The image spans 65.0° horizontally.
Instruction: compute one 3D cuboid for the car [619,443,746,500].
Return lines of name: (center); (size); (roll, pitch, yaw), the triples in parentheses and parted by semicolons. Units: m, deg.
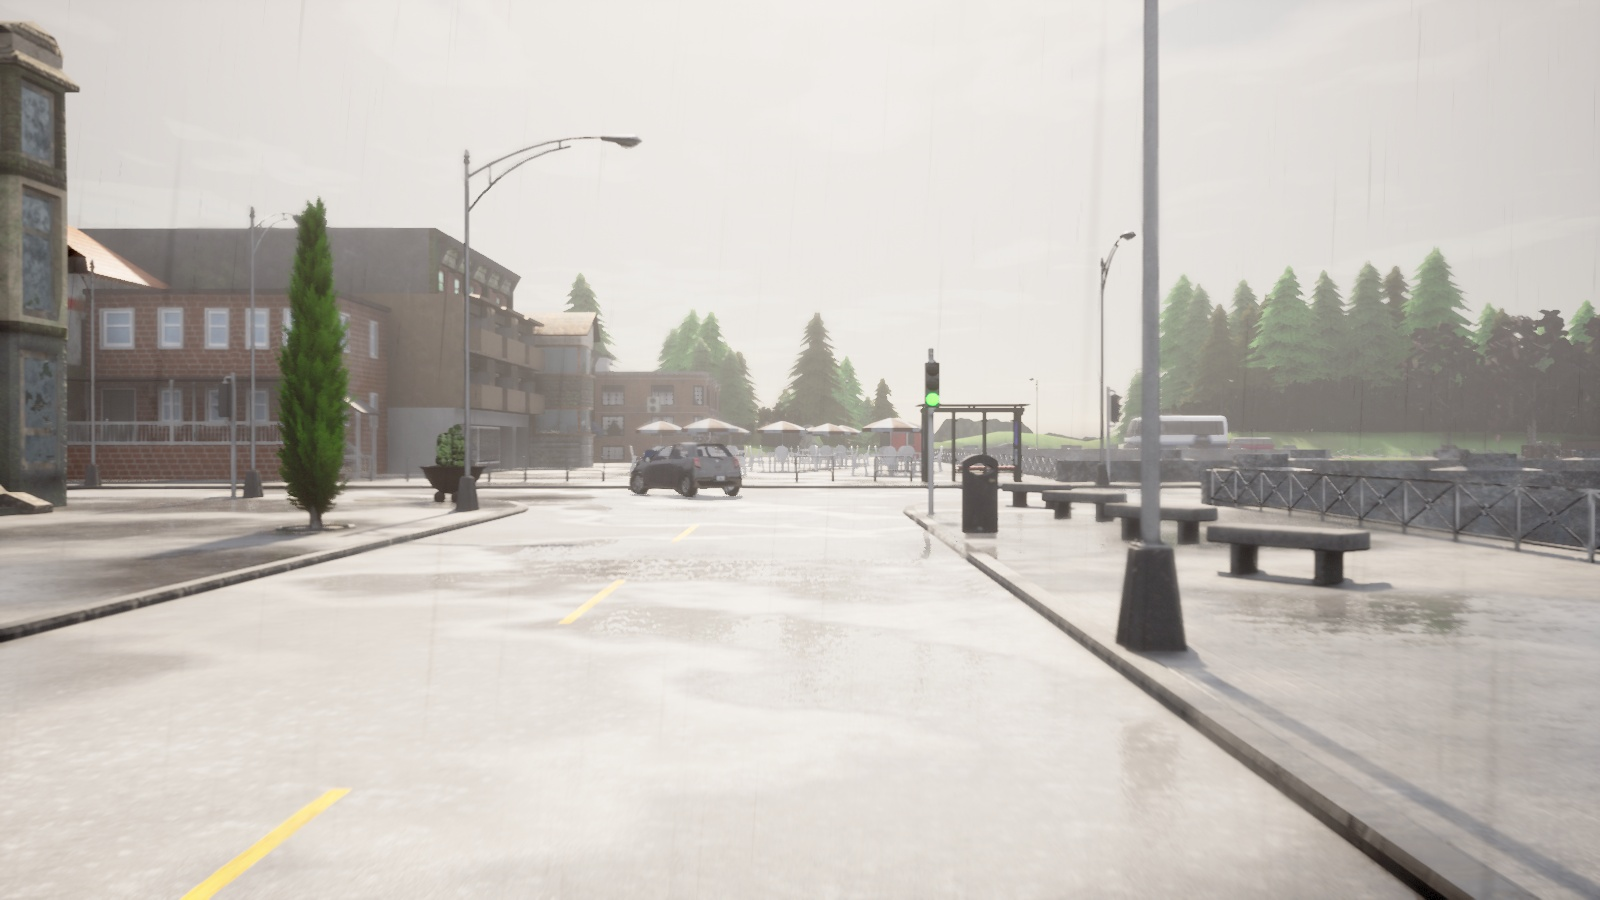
car: (-3.344, 0.558, 35.332); (1.845, 1.501, 3.633); (0, 0, -39)
